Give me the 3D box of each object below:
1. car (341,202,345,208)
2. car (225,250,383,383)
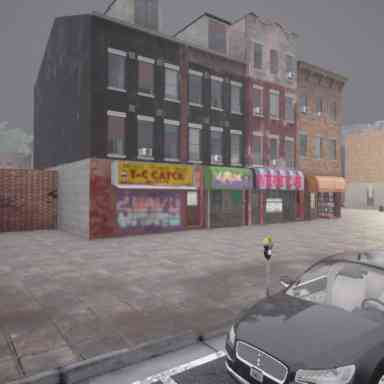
[{"bbox_3d":[16.756,1.471,42.153,1.895,1.301,4.718,0,0,-36],"label":"car"},{"bbox_3d":[2.410,1.552,4.519,4.403,1.369,2.008,0,0,-35],"label":"car"}]
